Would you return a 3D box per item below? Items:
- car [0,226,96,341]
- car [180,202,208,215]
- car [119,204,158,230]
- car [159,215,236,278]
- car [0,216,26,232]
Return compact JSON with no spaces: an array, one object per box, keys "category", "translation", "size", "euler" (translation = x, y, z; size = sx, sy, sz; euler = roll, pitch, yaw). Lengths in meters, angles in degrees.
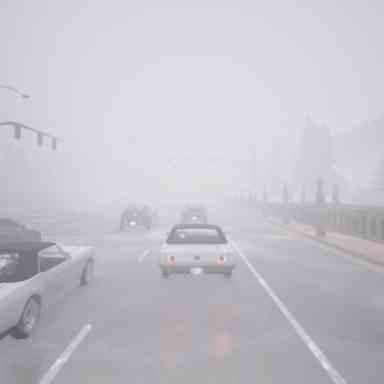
[{"category":"car","translation":[-3.382,1.609,6.488],"size":[1.895,1.301,4.718],"euler":[0,0,0]},{"category":"car","translation":[0.169,1.540,25.263],"size":[1.837,1.490,4.892],"euler":[0,0,0]},{"category":"car","translation":[-3.343,1.533,21.300],"size":[1.837,1.490,4.892],"euler":[0,0,0]},{"category":"car","translation":[0.130,1.615,10.199],"size":[1.895,1.301,4.718],"euler":[0,0,0]},{"category":"car","translation":[-6.899,1.540,11.303],"size":[1.812,1.442,4.674],"euler":[0,0,-1]}]
